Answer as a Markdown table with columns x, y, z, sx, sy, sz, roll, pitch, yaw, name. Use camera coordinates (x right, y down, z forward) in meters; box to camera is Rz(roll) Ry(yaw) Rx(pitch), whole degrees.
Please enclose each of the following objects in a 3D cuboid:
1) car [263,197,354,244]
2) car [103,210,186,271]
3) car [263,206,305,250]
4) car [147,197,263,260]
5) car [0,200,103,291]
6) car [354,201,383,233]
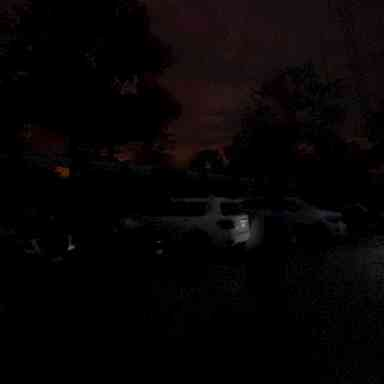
| x | y | z | sx | sy | sz | roll | pitch | yaw | name |
| --- | --- | --- | --- | --- | --- | --- | --- | --- | --- |
| 4.496 | 1.238 | 16.192 | 5.566 | 2.045 | 2.435 | -1 | -1 | 34 | car |
| -2.909 | 1.489 | 10.922 | 4.892 | 1.521 | 2.231 | -1 | -1 | 35 | car |
| 2.038 | 1.518 | 14.431 | 4.792 | 1.488 | 2.163 | -1 | -1 | 34 | car |
| -0.476 | 1.238 | 12.714 | 5.566 | 2.045 | 2.435 | -1 | -1 | 34 | car |
| -5.348 | 1.236 | 9.164 | 5.566 | 2.045 | 2.435 | -1 | -1 | 35 | car |
| 9.368 | 1.366 | 19.726 | 4.553 | 1.767 | 2.185 | -1 | -1 | 35 | car |
